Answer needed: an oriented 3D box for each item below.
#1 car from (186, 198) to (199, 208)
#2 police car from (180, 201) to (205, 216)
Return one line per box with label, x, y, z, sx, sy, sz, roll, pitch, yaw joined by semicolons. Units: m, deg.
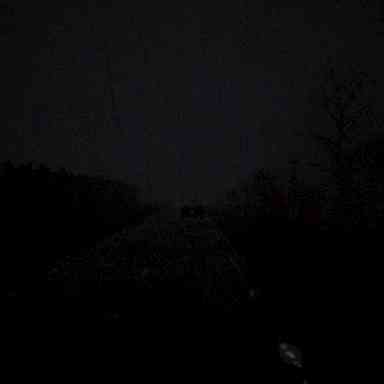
car;0.013;1.803;55.242;2.033;1.411;5.357;0;-1;0
police car;0.007;1.356;27.284;1.930;1.638;5.238;0;-1;0
